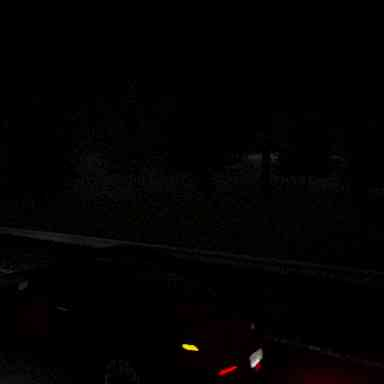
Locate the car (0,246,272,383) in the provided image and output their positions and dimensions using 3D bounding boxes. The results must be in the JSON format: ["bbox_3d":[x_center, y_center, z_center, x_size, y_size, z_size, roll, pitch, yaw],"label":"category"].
[{"bbox_3d":[-1.236,1.529,4.719,4.674,1.442,1.812,0,0,34],"label":"car"}]
